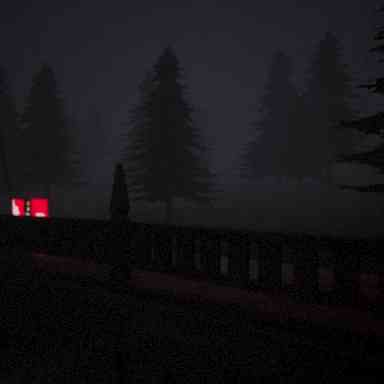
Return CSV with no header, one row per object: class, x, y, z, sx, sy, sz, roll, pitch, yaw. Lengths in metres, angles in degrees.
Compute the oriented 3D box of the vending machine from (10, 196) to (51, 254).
vending machine,-6.238,1.227,12.859,0.880,2.100,1.100,0,0,29
